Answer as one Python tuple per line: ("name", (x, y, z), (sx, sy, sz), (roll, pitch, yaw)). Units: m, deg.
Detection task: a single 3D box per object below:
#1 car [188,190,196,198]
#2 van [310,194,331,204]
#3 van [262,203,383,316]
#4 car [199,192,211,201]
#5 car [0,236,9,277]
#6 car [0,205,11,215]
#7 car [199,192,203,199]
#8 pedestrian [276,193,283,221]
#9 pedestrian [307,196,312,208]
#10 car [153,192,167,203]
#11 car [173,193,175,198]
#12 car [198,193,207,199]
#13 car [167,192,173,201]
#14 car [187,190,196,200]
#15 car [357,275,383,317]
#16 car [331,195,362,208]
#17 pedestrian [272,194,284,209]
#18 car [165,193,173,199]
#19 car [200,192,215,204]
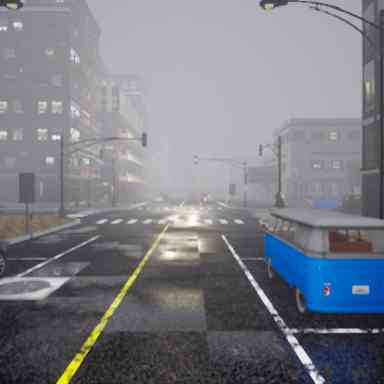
("car", (-0.054, 0.567, 88.705), (2.150, 2.045, 5.566), (0, 0, 0))
("van", (14.877, 1.160, 36.362), (3.998, 1.788, 1.690), (0, 0, 0))
("van", (2.656, 1.290, 7.083), (1.690, 1.788, 3.998), (0, 0, 0))
("car", (2.651, 0.875, 68.486), (2.192, 1.841, 5.009), (0, 0, 0))
("car", (-5.692, 1.514, 7.105), (1.947, 1.339, 4.313), (0, 0, 0))
("car", (-17.483, 1.330, 27.883), (4.206, 1.307, 1.802), (0, 0, 0))
("car", (2.654, 1.174, 62.949), (1.802, 1.307, 4.206), (0, 0, 0))
("pedestrian", (5.896, 0.982, 22.375), (0.375, 1.860, 0.375), (0, 0, 0))
("pedestrian", (7.690, 1.108, 21.776), (0.375, 1.860, 0.375), (0, 0, 0))
("car", (-5.723, 1.151, 57.233), (1.752, 1.417, 4.829), (0, 0, 0))
("car", (-5.737, 1.051, 79.560), (2.008, 1.369, 4.403), (0, 0, 0))
("car", (2.640, 1.022, 85.105), (2.008, 1.369, 4.403), (0, 0, 0))
("car", (-5.729, 0.875, 68.480), (2.192, 1.841, 5.009), (0, 0, 0))
("car", (-0.048, 0.860, 78.643), (2.097, 1.767, 4.553), (0, 0, 0))
("car", (2.659, 1.571, 1.396), (1.802, 1.307, 4.206), (0, 0, 0))
("car", (14.905, 1.154, 27.982), (5.009, 1.841, 2.192), (0, 0, 0))
("pedestrian", (5.496, 0.993, 21.176), (0.375, 1.860, 0.375), (0, 0, 0))
("car", (-5.740, 0.997, 84.929), (1.752, 1.417, 4.829), (0, 0, 0))
("car", (2.661, 1.182, 52.040), (1.752, 1.417, 4.829), (0, 0, 0))
